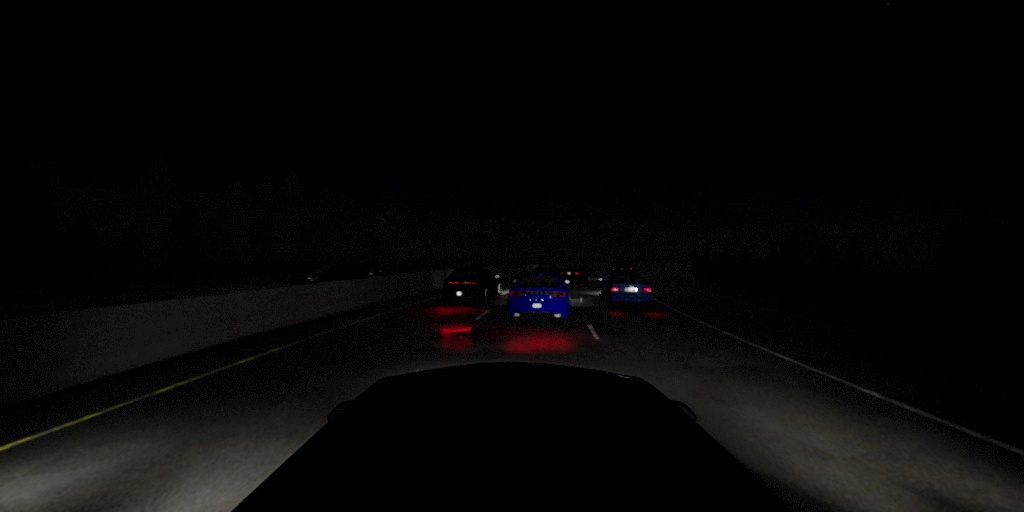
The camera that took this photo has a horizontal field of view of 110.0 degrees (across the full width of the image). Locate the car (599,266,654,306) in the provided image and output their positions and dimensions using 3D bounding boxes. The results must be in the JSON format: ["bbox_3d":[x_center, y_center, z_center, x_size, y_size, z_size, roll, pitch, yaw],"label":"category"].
[{"bbox_3d":[5.084,1.364,16.346,2.033,1.411,5.357,0,0,11],"label":"car"}]

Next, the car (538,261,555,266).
[{"bbox_3d":[3.560,1.414,35.529,1.812,1.442,4.674,0,0,22],"label":"car"}]

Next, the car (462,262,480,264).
[{"bbox_3d":[-4.211,1.356,35.312,1.882,1.535,5.008,0,-1,21],"label":"car"}]

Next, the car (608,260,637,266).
[{"bbox_3d":[11.095,1.243,35.287,2.097,1.767,4.553,0,0,24],"label":"car"}]

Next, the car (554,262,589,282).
[{"bbox_3d":[5.318,1.415,30.516,2.033,1.411,5.357,0,0,20],"label":"car"}]

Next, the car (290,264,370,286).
[{"bbox_3d":[-11.559,1.275,22.739,1.882,1.535,5.008,0,0,13],"label":"car"}]

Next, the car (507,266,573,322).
[{"bbox_3d":[1.007,1.269,12.625,1.882,1.535,5.008,0,0,7],"label":"car"}]

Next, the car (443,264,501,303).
[{"bbox_3d":[-1.787,1.305,17.215,1.837,1.490,4.892,0,0,10],"label":"car"}]

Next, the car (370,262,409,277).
[{"bbox_3d":[-11.892,1.353,34.565,2.128,1.511,4.902,0,0,20],"label":"car"}]
